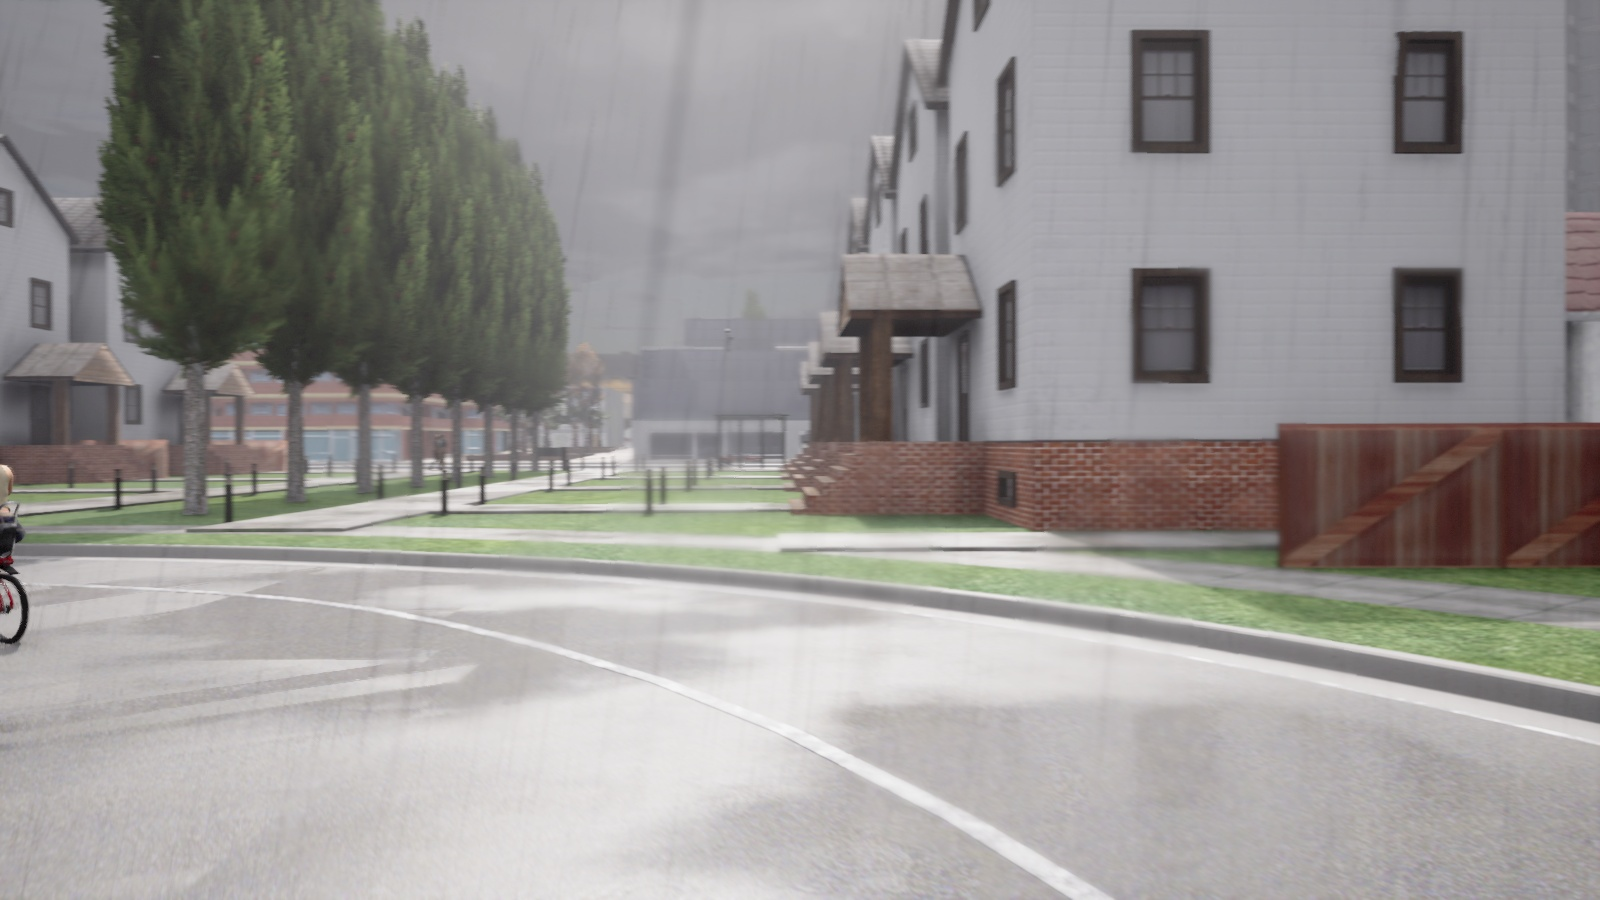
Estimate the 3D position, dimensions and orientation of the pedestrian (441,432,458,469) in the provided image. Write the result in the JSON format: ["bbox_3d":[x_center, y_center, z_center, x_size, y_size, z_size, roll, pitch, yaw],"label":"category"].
[{"bbox_3d":[-17.573,0.028,62.971,0.694,1.848,0.540,0,0,40],"label":"pedestrian"}]

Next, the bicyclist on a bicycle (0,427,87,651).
[{"bbox_3d":[-6.353,0.641,9.608,1.509,1.612,0.866,0,2,29],"label":"bicyclist on a bicycle"}]

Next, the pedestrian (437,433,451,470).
[{"bbox_3d":[-18.034,0.073,63.563,0.634,1.846,0.331,0,0,-4],"label":"pedestrian"}]
